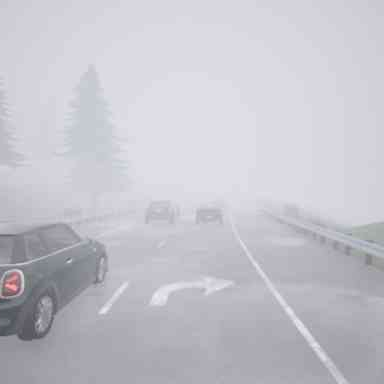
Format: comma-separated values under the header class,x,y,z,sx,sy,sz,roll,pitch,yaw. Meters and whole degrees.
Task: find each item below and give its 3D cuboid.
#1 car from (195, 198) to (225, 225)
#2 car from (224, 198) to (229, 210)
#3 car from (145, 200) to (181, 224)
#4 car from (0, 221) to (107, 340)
class,x,y,z,sx,sy,sz,roll,pitch,yaw
car,1.337,1.481,24.566,1.882,1.535,5.008,0,0,5
car,3.614,1.511,42.607,2.163,1.488,4.792,0,0,9
car,-2.114,1.350,25.170,2.097,1.767,4.553,0,0,5
car,-3.242,1.348,6.707,2.097,1.767,4.553,0,0,1
